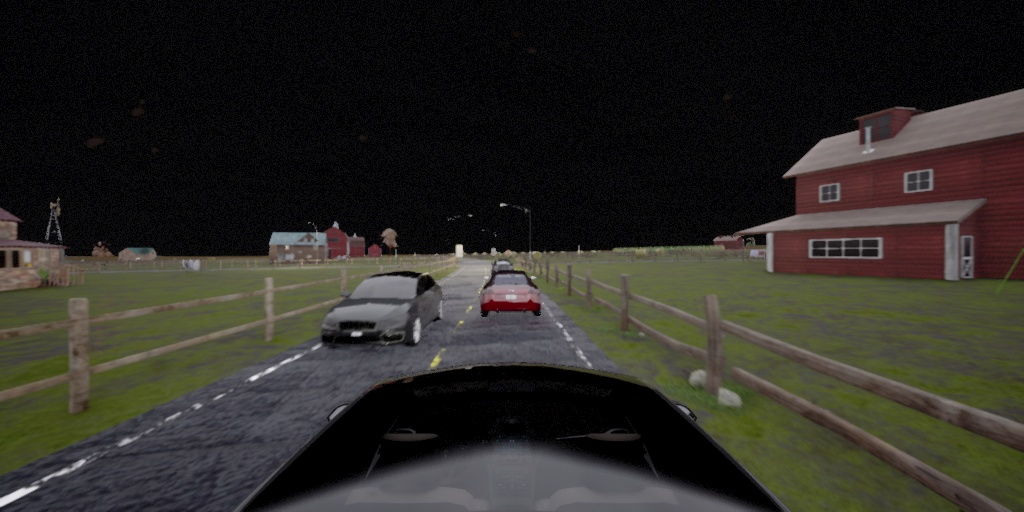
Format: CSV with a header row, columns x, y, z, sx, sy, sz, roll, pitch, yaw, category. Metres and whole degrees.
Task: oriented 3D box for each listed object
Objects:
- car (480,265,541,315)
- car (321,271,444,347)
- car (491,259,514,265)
x,y,z,sx,sy,sz,roll,pitch,yaw,category
-0.072,1.193,12.889,1.994,1.385,4.181,0,1,-1,car
-2.944,1.179,9.121,1.837,1.490,4.892,0,1,-1,car
-0.779,0.980,29.902,1.812,1.442,4.674,0,1,-4,car
